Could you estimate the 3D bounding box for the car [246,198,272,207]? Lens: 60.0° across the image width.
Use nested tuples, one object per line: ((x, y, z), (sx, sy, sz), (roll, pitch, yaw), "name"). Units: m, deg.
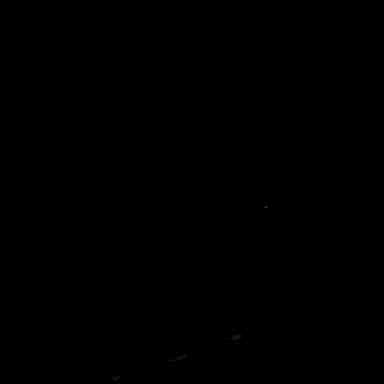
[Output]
((10.655, 1.696, 53.632), (1.812, 1.442, 4.674), (0, 1, -35), "car")
